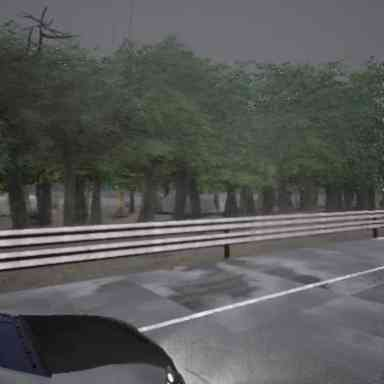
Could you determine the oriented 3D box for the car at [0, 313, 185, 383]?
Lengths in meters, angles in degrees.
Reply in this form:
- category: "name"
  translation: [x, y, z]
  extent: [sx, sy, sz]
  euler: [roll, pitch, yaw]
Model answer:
- category: "car"
  translation: [-2.049, 1.561, 2.270]
  extent: [4.181, 1.385, 1.994]
  euler: [0, 0, -36]
